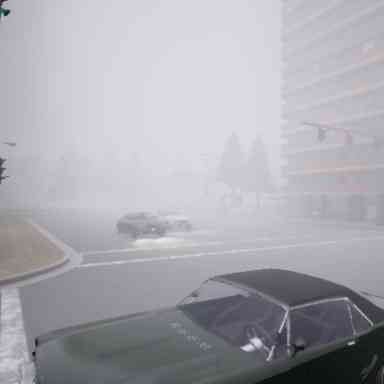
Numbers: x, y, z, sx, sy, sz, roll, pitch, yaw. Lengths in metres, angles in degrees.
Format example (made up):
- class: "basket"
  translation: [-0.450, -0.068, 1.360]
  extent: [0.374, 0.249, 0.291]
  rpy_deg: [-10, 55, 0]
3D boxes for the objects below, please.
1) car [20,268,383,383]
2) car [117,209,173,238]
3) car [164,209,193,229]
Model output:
- class: "car"
  translation: [0.678, 1.678, 3.796]
  extent: [4.718, 1.301, 1.895]
  rpy_deg: [1, -1, -30]
- class: "car"
  translation: [-3.158, 1.942, 20.429]
  extent: [1.994, 1.385, 4.181]
  rpy_deg: [1, -1, -30]
- class: "car"
  translation: [-1.695, 1.994, 24.916]
  extent: [1.812, 1.442, 4.674]
  rpy_deg: [1, -1, -30]
